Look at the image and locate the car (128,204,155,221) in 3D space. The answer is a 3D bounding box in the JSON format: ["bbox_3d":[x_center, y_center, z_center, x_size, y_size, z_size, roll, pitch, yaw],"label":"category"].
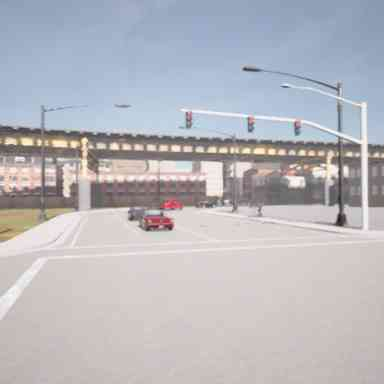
[{"bbox_3d":[-5.331,2.130,33.439,1.994,1.385,4.181,0,-1,-16],"label":"car"}]

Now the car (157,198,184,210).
[{"bbox_3d":[-3.320,2.120,56.609,2.150,2.045,5.566,-1,-1,21],"label":"car"}]

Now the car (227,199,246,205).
[{"bbox_3d":[12.722,2.728,89.861,2.038,1.542,4.974,0,-1,-45],"label":"car"}]

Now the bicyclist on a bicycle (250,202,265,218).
[{"bbox_3d":[6.366,1.763,32.342,1.656,1.620,0.582,0,-1,-16],"label":"bicyclist on a bicycle"}]

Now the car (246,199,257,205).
[{"bbox_3d":[16.239,2.682,88.617,2.038,1.542,4.974,-1,-1,15],"label":"car"}]

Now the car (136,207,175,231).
[{"bbox_3d":[-2.598,2.001,23.773,1.895,1.301,4.718,0,-1,-16],"label":"car"}]

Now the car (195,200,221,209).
[{"bbox_3d":[2.786,2.476,65.433,4.902,1.511,2.128,0,-1,-40],"label":"car"}]

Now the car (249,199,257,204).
[{"bbox_3d":[16.251,2.525,88.669,1.853,1.218,4.536,-1,-1,15],"label":"car"}]

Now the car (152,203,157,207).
[{"bbox_3d":[-6.390,2.564,58.855,1.994,1.385,4.181,-1,-1,24],"label":"car"}]

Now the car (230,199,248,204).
[{"bbox_3d":[12.684,2.571,89.901,1.853,1.218,4.536,0,-1,-45],"label":"car"}]
